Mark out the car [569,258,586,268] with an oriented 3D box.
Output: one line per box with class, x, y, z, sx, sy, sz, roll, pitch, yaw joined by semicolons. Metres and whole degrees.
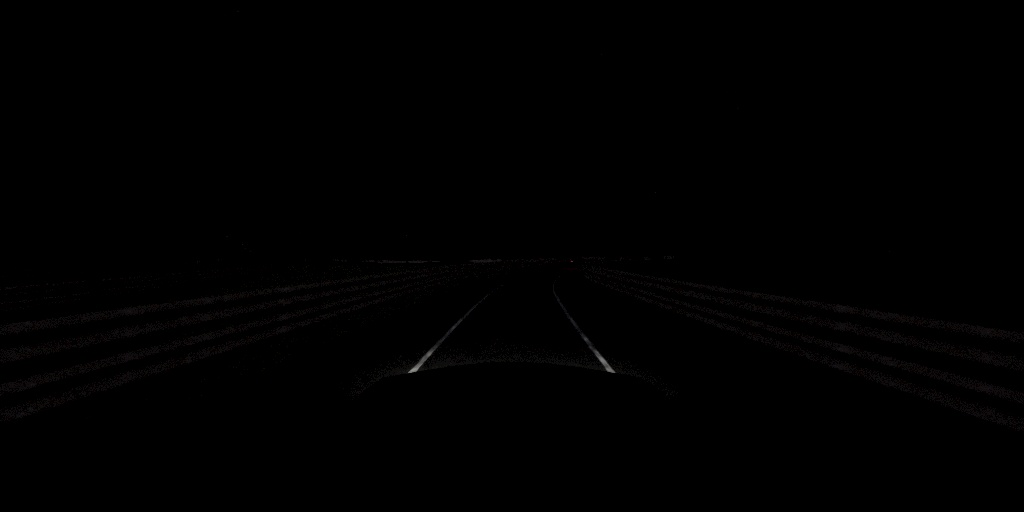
car;10.381;1.024;55.709;2.128;1.511;4.902;1;1;27
